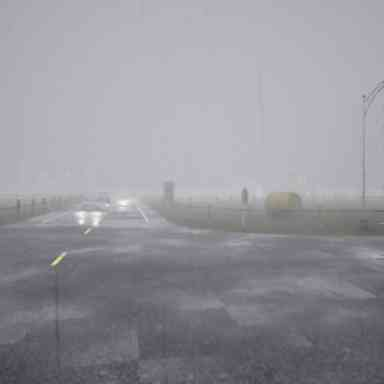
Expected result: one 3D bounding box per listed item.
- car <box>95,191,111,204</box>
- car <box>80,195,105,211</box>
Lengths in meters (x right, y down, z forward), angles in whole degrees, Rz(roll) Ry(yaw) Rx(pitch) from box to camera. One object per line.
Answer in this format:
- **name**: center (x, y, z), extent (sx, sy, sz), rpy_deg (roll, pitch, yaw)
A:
- **car**: center (-14.455, 0.833, 54.128), extent (2.150, 2.045, 5.566), rpy_deg (1, 0, -11)
- **car**: center (-11.015, 1.318, 36.458), extent (1.895, 1.301, 4.718), rpy_deg (1, 0, -11)
